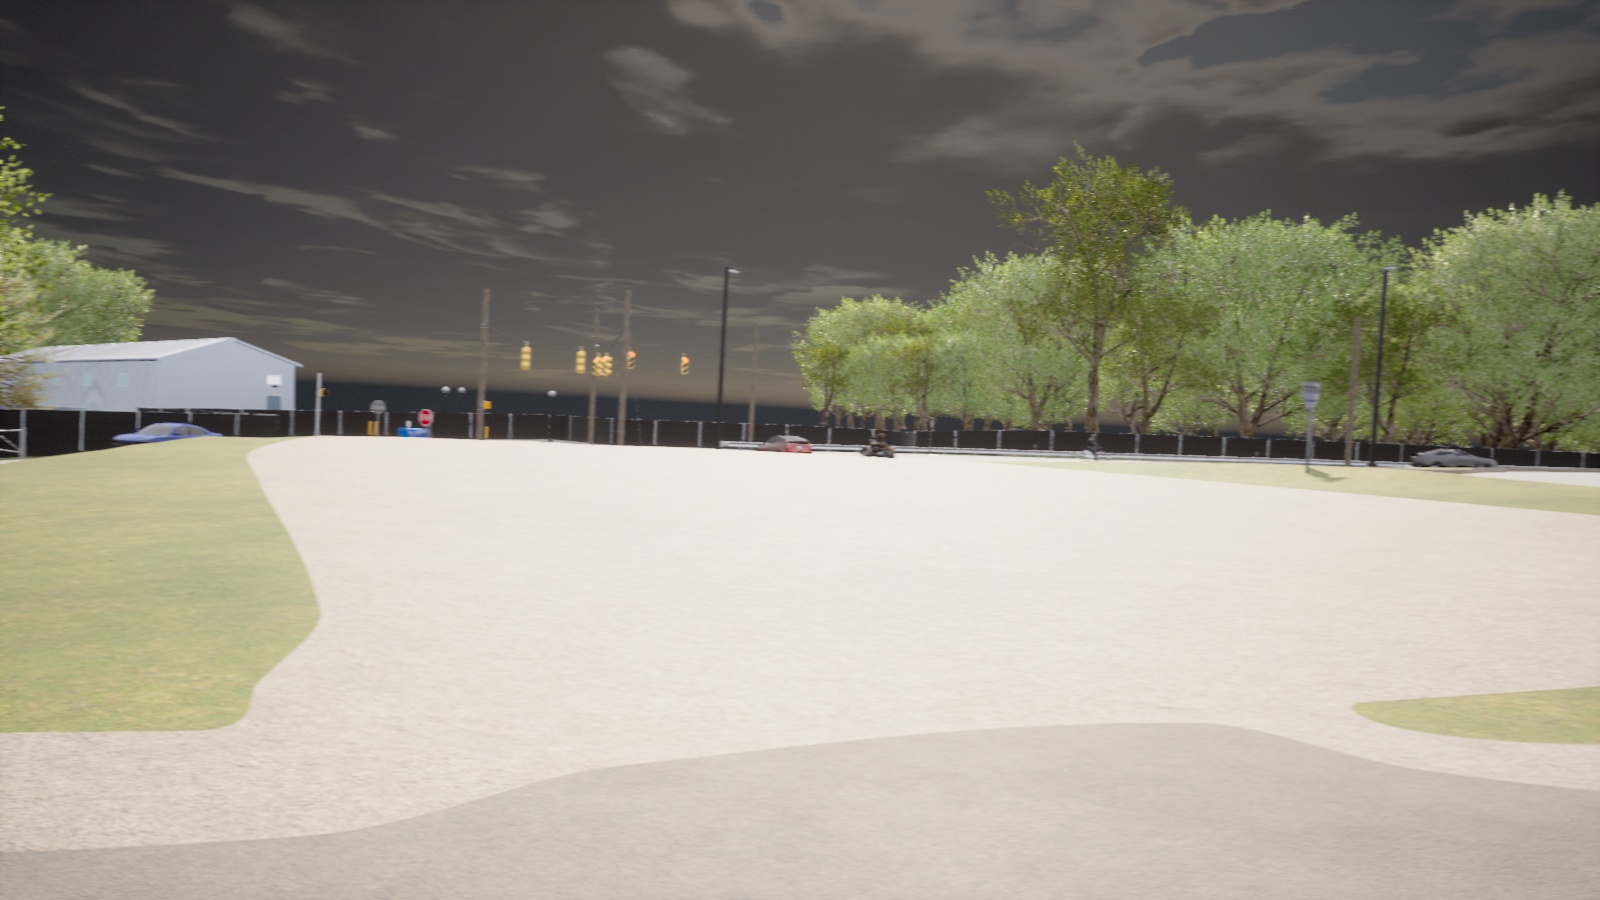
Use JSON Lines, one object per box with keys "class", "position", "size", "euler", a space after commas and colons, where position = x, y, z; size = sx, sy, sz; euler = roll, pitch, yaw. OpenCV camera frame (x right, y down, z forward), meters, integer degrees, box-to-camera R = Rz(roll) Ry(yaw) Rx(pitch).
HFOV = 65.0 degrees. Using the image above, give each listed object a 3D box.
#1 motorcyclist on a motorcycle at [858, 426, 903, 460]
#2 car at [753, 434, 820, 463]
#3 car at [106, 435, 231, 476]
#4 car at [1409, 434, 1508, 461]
{"class": "motorcyclist on a motorcycle", "position": [3.953, -0.320, 62.021], "size": [0.766, 1.649, 2.350], "euler": [0, 0, -42]}
{"class": "car", "position": [-0.789, -0.055, 69.659], "size": [2.007, 1.525, 4.514], "euler": [1, -1, -25]}
{"class": "car", "position": [-26.299, 0.186, 52.511], "size": [1.882, 1.535, 5.008], "euler": [2, 1, 12]}
{"class": "car", "position": [40.195, -0.183, 76.795], "size": [4.902, 1.511, 2.128], "euler": [1, 2, 6]}
